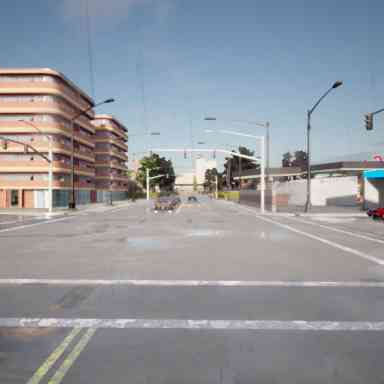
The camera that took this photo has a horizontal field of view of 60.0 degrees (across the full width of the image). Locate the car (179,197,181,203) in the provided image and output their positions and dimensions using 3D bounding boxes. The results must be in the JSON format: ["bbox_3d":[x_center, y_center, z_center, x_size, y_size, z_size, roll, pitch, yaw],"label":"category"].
[{"bbox_3d":[-3.499,1.505,60.816,1.837,1.490,4.892,0,0,0],"label":"car"}]

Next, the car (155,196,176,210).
[{"bbox_3d":[-3.539,1.352,42.713,2.097,1.767,4.553,0,0,0],"label":"car"}]

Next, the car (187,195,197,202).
[{"bbox_3d":[0.077,1.339,70.824,1.812,1.442,4.674,0,0,0],"label":"car"}]

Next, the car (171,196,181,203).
[{"bbox_3d":[-3.423,1.595,70.779,1.895,1.301,4.718,0,0,0],"label":"car"}]

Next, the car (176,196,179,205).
[{"bbox_3d":[-3.530,1.601,51.662,1.895,1.301,4.718,0,0,0],"label":"car"}]

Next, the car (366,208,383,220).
[{"bbox_3d":[16.564,1.601,26.430,4.718,1.301,1.895,0,0,1],"label":"car"}]
